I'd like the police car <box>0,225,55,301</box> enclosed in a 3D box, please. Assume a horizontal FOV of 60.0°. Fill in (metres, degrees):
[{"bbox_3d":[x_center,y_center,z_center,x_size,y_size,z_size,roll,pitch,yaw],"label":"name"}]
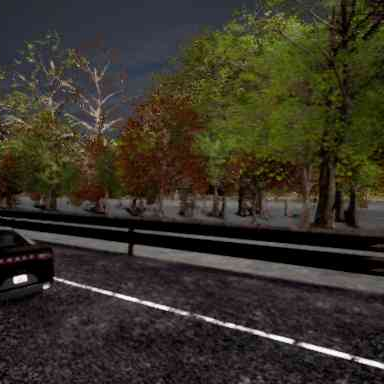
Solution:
[{"bbox_3d":[-5.274,1.398,7.621,5.238,1.638,1.930,0,0,35],"label":"police car"}]
